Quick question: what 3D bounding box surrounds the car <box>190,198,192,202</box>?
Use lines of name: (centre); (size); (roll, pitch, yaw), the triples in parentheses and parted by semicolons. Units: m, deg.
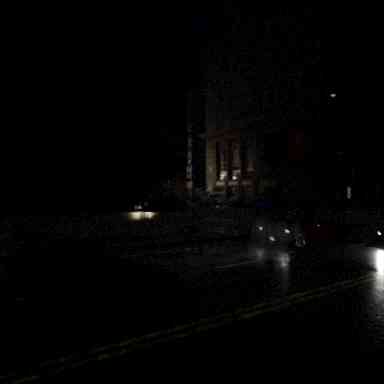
car: (1.232, 1.565, 72.681); (1.887, 1.381, 4.507); (0, 0, -35)

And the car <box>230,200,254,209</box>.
car: (7.405, 1.773, 49.332); (1.802, 1.307, 4.206); (0, 0, -35)

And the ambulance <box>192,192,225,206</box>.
ambulance: (3.239, 1.143, 60.088); (2.351, 2.431, 6.366); (0, 1, -35)

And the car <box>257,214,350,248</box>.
car: (5.222, 1.707, 15.390); (4.718, 1.301, 1.895); (1, 0, -35)

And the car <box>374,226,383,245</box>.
car: (10.487, 1.689, 15.138); (5.357, 1.411, 2.033); (1, 0, -35)

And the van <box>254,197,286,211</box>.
van: (10.684, 1.562, 44.731); (1.690, 1.788, 3.998); (0, 0, -35)

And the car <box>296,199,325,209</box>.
car: (17.625, 1.750, 49.680); (1.947, 1.339, 4.313); (0, 0, -35)
